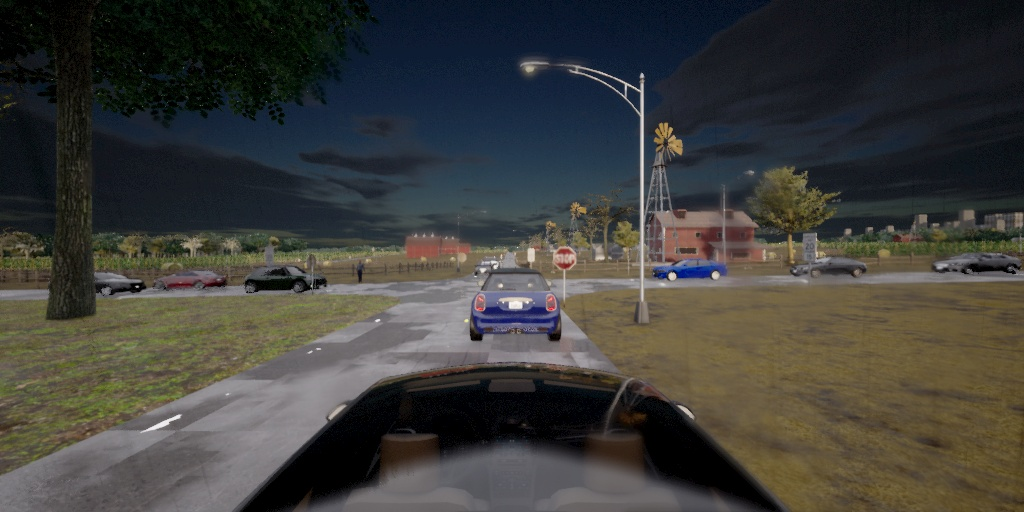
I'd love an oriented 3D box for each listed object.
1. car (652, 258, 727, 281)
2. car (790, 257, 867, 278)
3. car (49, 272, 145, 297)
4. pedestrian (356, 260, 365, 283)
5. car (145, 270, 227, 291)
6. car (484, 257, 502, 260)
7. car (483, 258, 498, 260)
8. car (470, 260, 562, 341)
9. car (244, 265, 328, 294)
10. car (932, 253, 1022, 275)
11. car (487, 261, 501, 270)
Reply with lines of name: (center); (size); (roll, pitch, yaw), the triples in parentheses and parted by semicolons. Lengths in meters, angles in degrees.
car: (12.606, 0.942, 25.625); (5.008, 1.535, 1.882); (-1, 1, -1)
car: (22.590, 0.790, 25.652); (4.674, 1.442, 1.812); (-1, 1, 0)
car: (-26.337, 1.758, 22.860); (4.892, 1.490, 1.837); (-1, 1, 0)
pedestrian: (-12.211, 1.208, 28.784); (0.375, 1.860, 0.375); (0, 2, 0)
car: (-23.051, 1.707, 25.740); (4.181, 1.385, 1.994); (-1, 1, 1)
car: (-2.929, 1.084, 48.569); (2.150, 2.045, 5.566); (0, 0, 0)
car: (-2.919, 1.298, 38.345); (2.128, 1.511, 4.902); (0, 0, 0)
car: (0.080, 1.102, 10.002); (2.097, 1.767, 4.553); (0, 0, 0)
car: (-14.221, 1.385, 22.706); (4.553, 1.767, 2.097); (-1, 1, 3)
car: (33.076, 0.542, 25.609); (4.902, 1.511, 2.128); (-1, 1, 0)
car: (-2.908, 1.499, 59.414); (2.033, 1.411, 5.357); (0, -1, 1)
